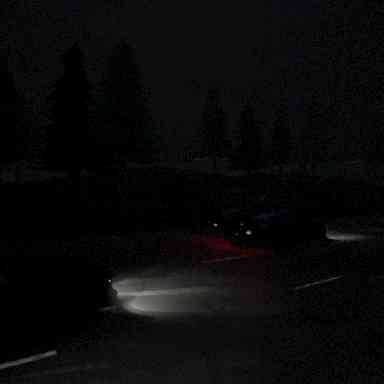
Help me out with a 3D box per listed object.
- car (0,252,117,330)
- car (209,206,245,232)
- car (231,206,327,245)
[{"bbox_3d":[-3.983,1.547,5.190,5.357,1.411,2.033,0,0,-36],"label":"car"},{"bbox_3d":[3.106,1.525,18.845,4.674,1.442,1.812,0,0,-35],"label":"car"},{"bbox_3d":[4.252,1.525,15.365,4.674,1.442,1.812,0,0,-35],"label":"car"}]
